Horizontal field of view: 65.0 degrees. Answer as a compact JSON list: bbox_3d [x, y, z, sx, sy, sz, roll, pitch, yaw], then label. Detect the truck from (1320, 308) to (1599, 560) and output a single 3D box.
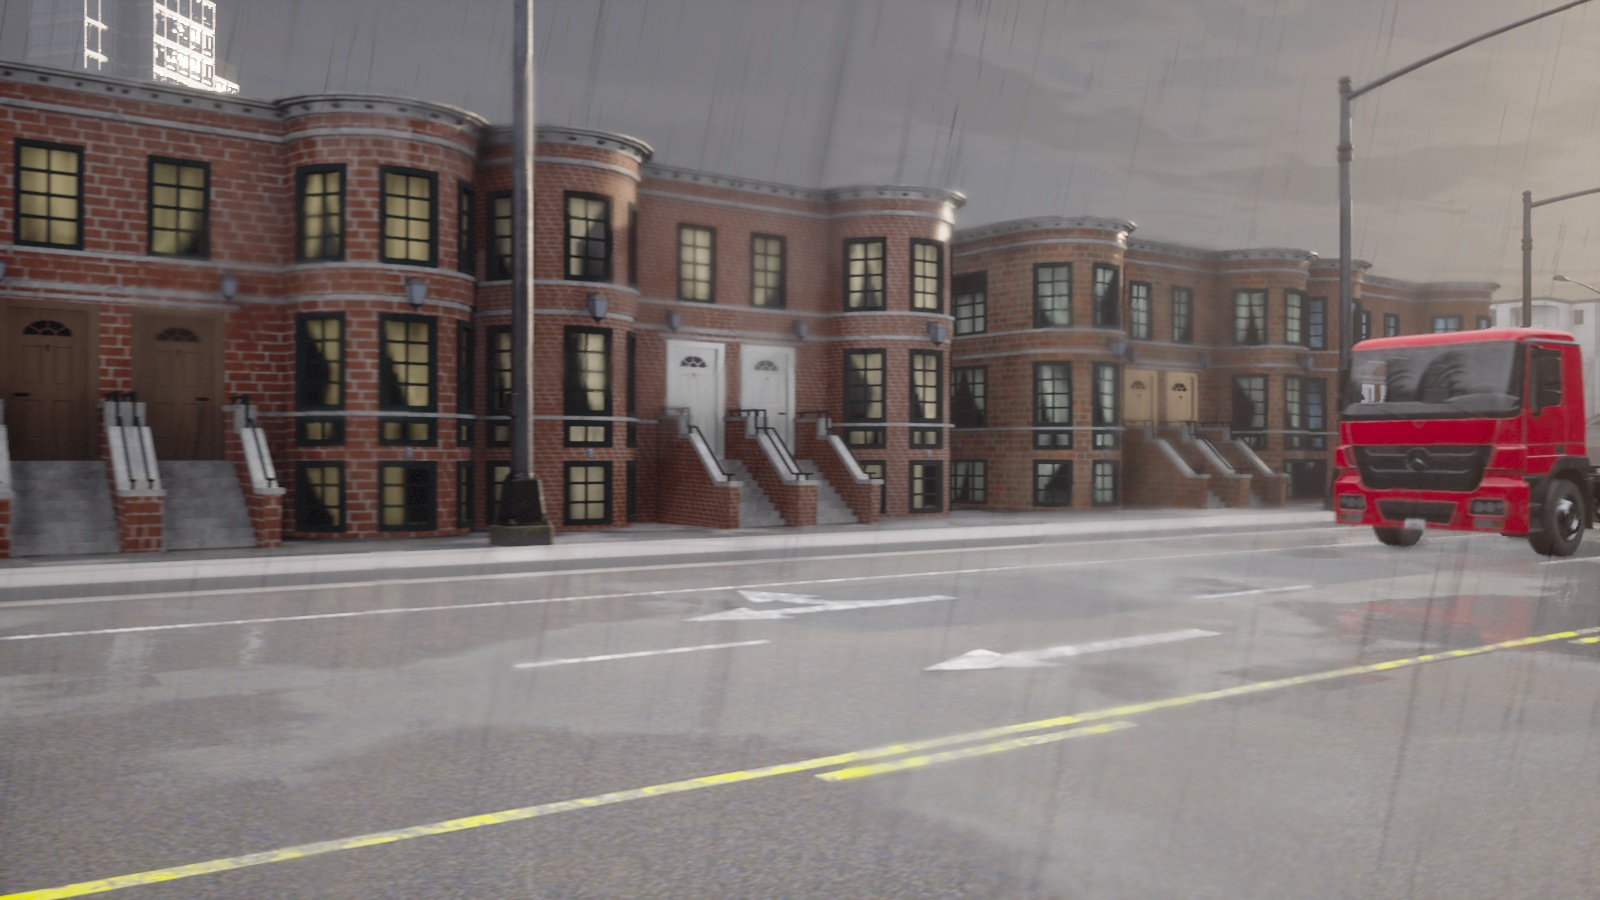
[{"bbox_3d":[12.214,-0.212,20.685,7.936,3.462,2.891,0,0,-35],"label":"truck"}]
